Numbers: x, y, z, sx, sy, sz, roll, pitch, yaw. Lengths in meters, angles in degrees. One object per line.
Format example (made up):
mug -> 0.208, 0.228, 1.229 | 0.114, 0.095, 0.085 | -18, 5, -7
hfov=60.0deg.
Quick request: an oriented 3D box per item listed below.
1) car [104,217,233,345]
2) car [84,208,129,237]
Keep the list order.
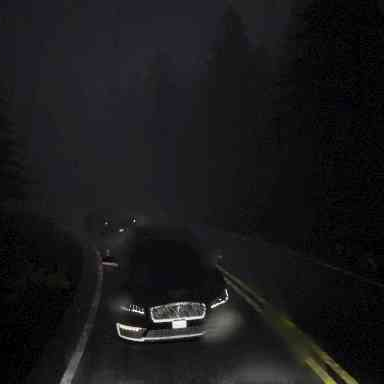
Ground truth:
car -> -0.638, 1.494, 6.766 | 1.837, 1.490, 4.892 | -1, 0, -11
car -> -4.613, 1.608, 18.507 | 1.895, 1.301, 4.718 | -3, 1, -29
